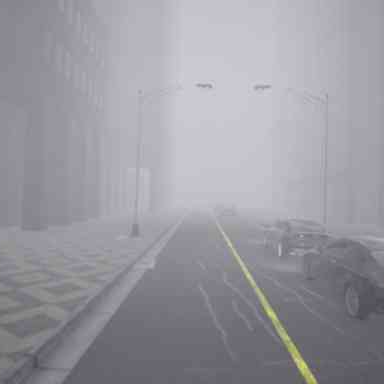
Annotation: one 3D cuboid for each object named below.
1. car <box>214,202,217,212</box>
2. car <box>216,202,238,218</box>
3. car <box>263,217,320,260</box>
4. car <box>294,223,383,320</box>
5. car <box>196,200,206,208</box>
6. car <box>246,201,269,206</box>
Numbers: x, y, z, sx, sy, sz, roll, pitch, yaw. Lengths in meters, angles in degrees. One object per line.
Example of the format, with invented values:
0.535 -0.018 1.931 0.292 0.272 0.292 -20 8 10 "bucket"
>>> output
4.270 2.191 49.324 1.882 1.535 5.008 2 0 2 "car"
3.960 2.081 36.883 1.812 1.442 4.674 2 -1 2 "car"
4.165 1.794 13.615 1.837 1.490 4.892 2 -1 2 "car"
3.996 1.740 7.617 1.812 1.442 4.674 2 -1 2 "car"
1.735 2.313 65.884 1.882 1.535 5.008 2 -1 2 "car"
17.742 3.159 90.050 4.403 1.369 2.008 2 -2 1 "car"
